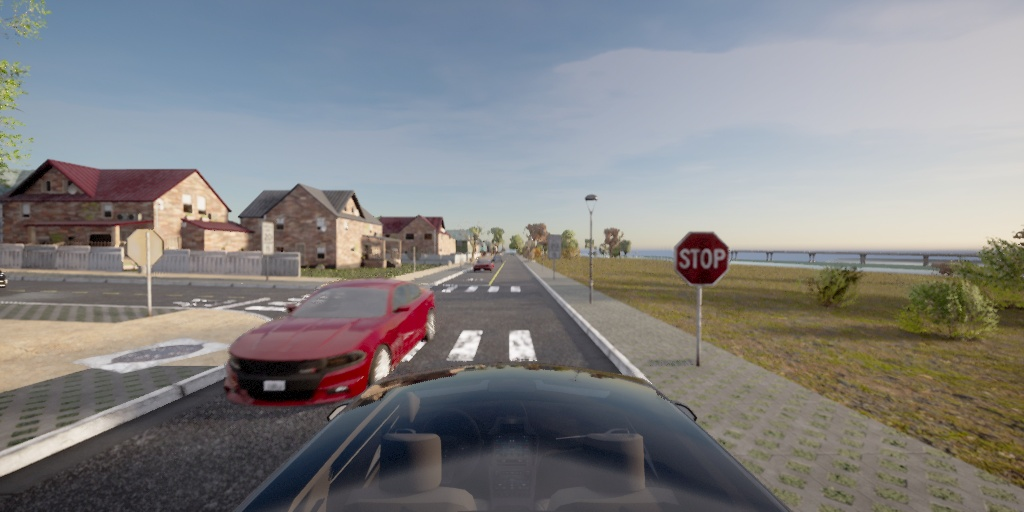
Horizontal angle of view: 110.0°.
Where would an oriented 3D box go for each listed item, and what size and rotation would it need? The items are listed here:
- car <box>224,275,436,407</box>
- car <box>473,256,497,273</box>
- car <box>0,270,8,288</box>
[{"bbox_3d":[-2.745,1.182,6.639,1.882,1.535,5.008,0,1,0],"label":"car"},{"bbox_3d":[-2.756,0.941,35.425,1.895,1.301,4.718,0,1,0],"label":"car"},{"bbox_3d":[-20.510,0.551,12.262,4.892,1.490,1.837,2,1,1],"label":"car"}]
